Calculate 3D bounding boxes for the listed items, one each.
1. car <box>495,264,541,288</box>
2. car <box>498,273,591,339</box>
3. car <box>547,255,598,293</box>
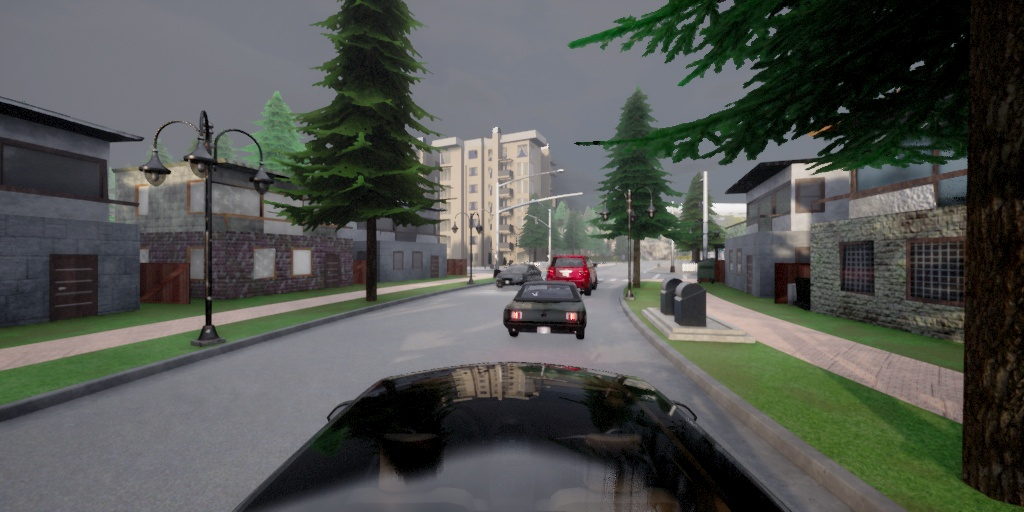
[{"bbox_3d":[0.541,1.253,22.608,1.837,1.490,4.892,0,-1,20],"label":"car"},{"bbox_3d":[1.073,1.350,10.100,1.895,1.301,4.718,0,0,9],"label":"car"},{"bbox_3d":[3.370,0.969,19.595,2.150,2.045,5.566,0,0,18],"label":"car"}]
